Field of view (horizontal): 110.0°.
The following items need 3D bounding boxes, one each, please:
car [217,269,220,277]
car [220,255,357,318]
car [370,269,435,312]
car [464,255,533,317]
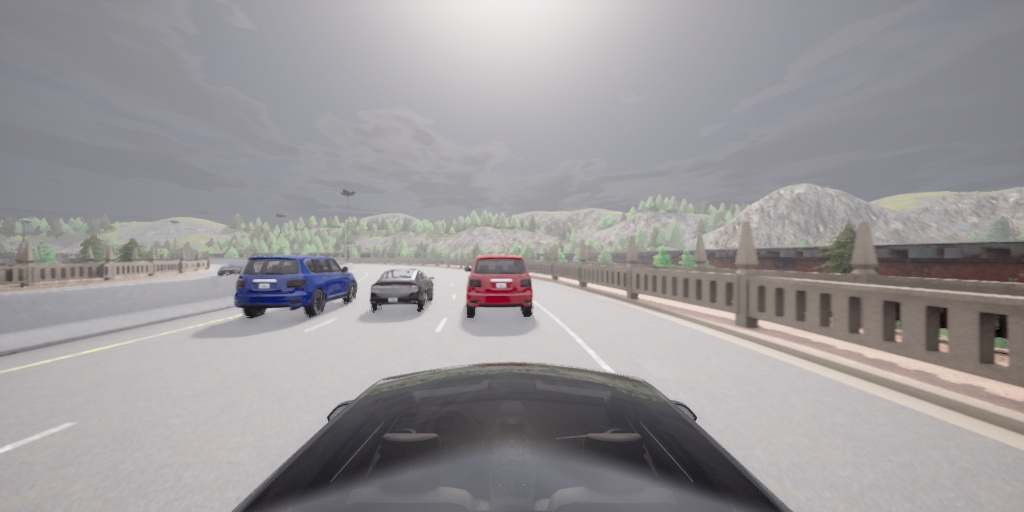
[{"bbox_3d":[-28.189,1.333,36.683,2.033,1.411,5.357,0,0,-23],"label":"car"},{"bbox_3d":[-7.594,0.982,13.251,2.150,2.045,5.566,0,0,-6],"label":"car"},{"bbox_3d":[-4.236,1.251,14.343,2.128,1.511,4.902,0,0,-7],"label":"car"},{"bbox_3d":[-0.589,0.978,13.419,2.150,2.045,5.566,0,0,-6],"label":"car"}]
